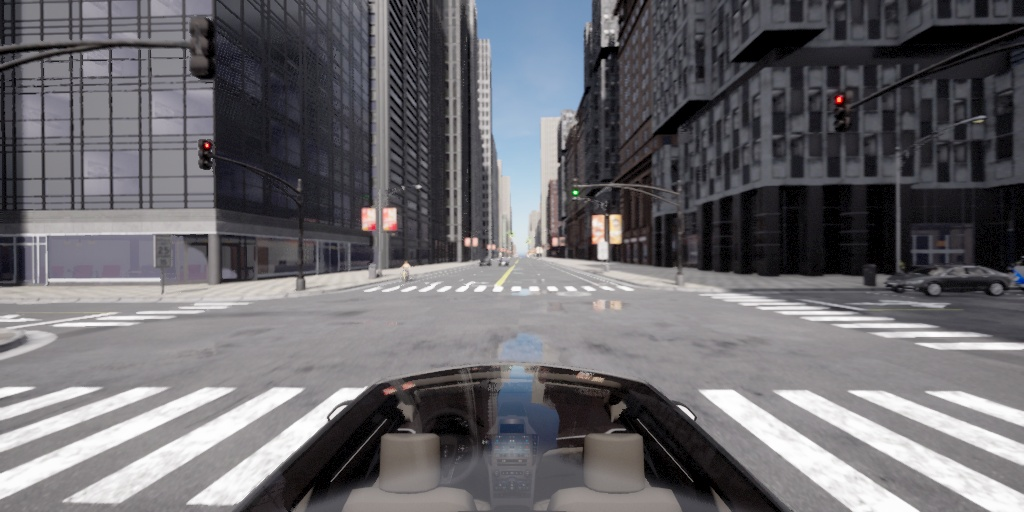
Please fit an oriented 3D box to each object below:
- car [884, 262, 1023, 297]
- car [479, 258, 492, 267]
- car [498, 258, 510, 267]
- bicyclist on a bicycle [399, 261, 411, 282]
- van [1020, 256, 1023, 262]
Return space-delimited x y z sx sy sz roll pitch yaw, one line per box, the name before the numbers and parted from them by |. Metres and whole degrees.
car | 19.617 1.066 16.264 4.403 1.370 2.007 0 0 2
car | -4.643 1.078 63.462 1.882 1.535 5.008 0 0 2
car | -1.394 1.068 63.367 2.128 1.511 4.902 0 0 2
bicyclist on a bicycle | -8.019 1.157 27.052 0.866 1.612 1.509 0 0 2
van | 25.233 0.805 16.075 3.998 1.789 1.690 0 0 2
